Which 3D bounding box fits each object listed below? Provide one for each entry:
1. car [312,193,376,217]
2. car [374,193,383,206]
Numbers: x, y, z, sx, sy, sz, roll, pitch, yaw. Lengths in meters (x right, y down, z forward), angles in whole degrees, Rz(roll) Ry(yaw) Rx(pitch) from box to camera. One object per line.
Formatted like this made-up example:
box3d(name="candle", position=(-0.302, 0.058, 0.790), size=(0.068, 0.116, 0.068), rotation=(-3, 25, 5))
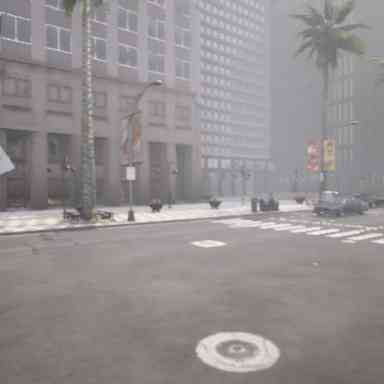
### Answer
box3d(name="car", position=(11.447, 1.076, 25.368), size=(5.357, 1.411, 2.033), rotation=(-1, 1, -36))
box3d(name="car", position=(18.412, 0.856, 34.157), size=(4.786, 1.482, 2.161), rotation=(-1, 1, -36))
